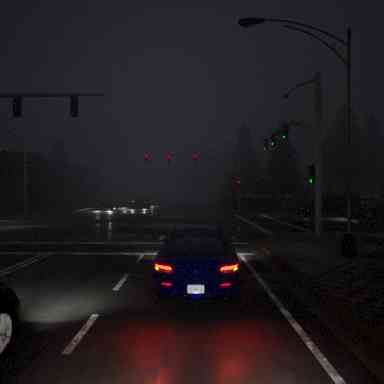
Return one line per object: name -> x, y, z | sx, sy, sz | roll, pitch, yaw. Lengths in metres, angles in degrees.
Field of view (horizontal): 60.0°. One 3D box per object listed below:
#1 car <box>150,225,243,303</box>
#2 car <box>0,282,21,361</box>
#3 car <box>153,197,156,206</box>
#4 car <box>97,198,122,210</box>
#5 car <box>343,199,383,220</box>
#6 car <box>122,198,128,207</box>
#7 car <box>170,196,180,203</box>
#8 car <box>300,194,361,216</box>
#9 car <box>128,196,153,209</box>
car -> 0.130, 1.525, 8.088 | 1.812, 1.442, 4.674 | 0, 0, 2
car -> -3.442, 1.505, 2.954 | 1.837, 1.490, 4.892 | 0, 0, 0
car -> -7.136, 1.503, 55.495 | 1.837, 1.490, 4.892 | 0, 0, 0
car -> -10.645, 1.524, 42.293 | 1.812, 1.442, 4.674 | 0, 0, 0
car -> 15.883, 1.546, 27.608 | 5.357, 1.411, 2.033 | 0, 0, 0
car -> -10.648, 1.599, 51.392 | 1.895, 1.301, 4.718 | 0, 0, 0
car -> -3.483, 1.475, 69.597 | 1.882, 1.535, 5.008 | 0, 0, 0
car -> 13.062, 1.221, 31.107 | 5.566, 2.045, 2.150 | 0, 0, 0
car -> -7.149, 1.350, 46.353 | 2.097, 1.767, 4.553 | 0, 0, 0
